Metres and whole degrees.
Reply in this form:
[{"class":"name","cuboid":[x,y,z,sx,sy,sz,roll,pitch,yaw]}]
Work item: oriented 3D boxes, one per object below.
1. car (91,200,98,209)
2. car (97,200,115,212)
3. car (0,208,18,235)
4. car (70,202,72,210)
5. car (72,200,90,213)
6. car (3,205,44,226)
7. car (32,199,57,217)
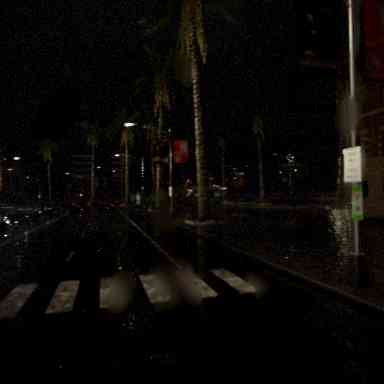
[{"class":"car","cuboid":[-16.183,2.181,57.773,1.882,1.535,5.008,-1,0,-27]},{"class":"car","cuboid":[-12.341,2.090,48.324,1.812,1.442,4.674,-1,0,-19]},{"class":"car","cuboid":[-11.735,1.909,18.688,2.033,1.411,5.357,-1,0,-15]},{"class":"car","cuboid":[-19.334,2.111,56.248,2.097,1.767,4.553,-1,0,-27]},{"class":"car","cuboid":[-15.500,2.123,46.678,1.837,1.490,4.892,-1,0,-19]},{"class":"car","cuboid":[-14.167,2.072,27.962,1.895,1.301,4.718,-1,0,-15]},{"class":"car","cuboid":[-16.920,1.815,38.326,2.150,2.045,5.566,-1,0,-15]}]
